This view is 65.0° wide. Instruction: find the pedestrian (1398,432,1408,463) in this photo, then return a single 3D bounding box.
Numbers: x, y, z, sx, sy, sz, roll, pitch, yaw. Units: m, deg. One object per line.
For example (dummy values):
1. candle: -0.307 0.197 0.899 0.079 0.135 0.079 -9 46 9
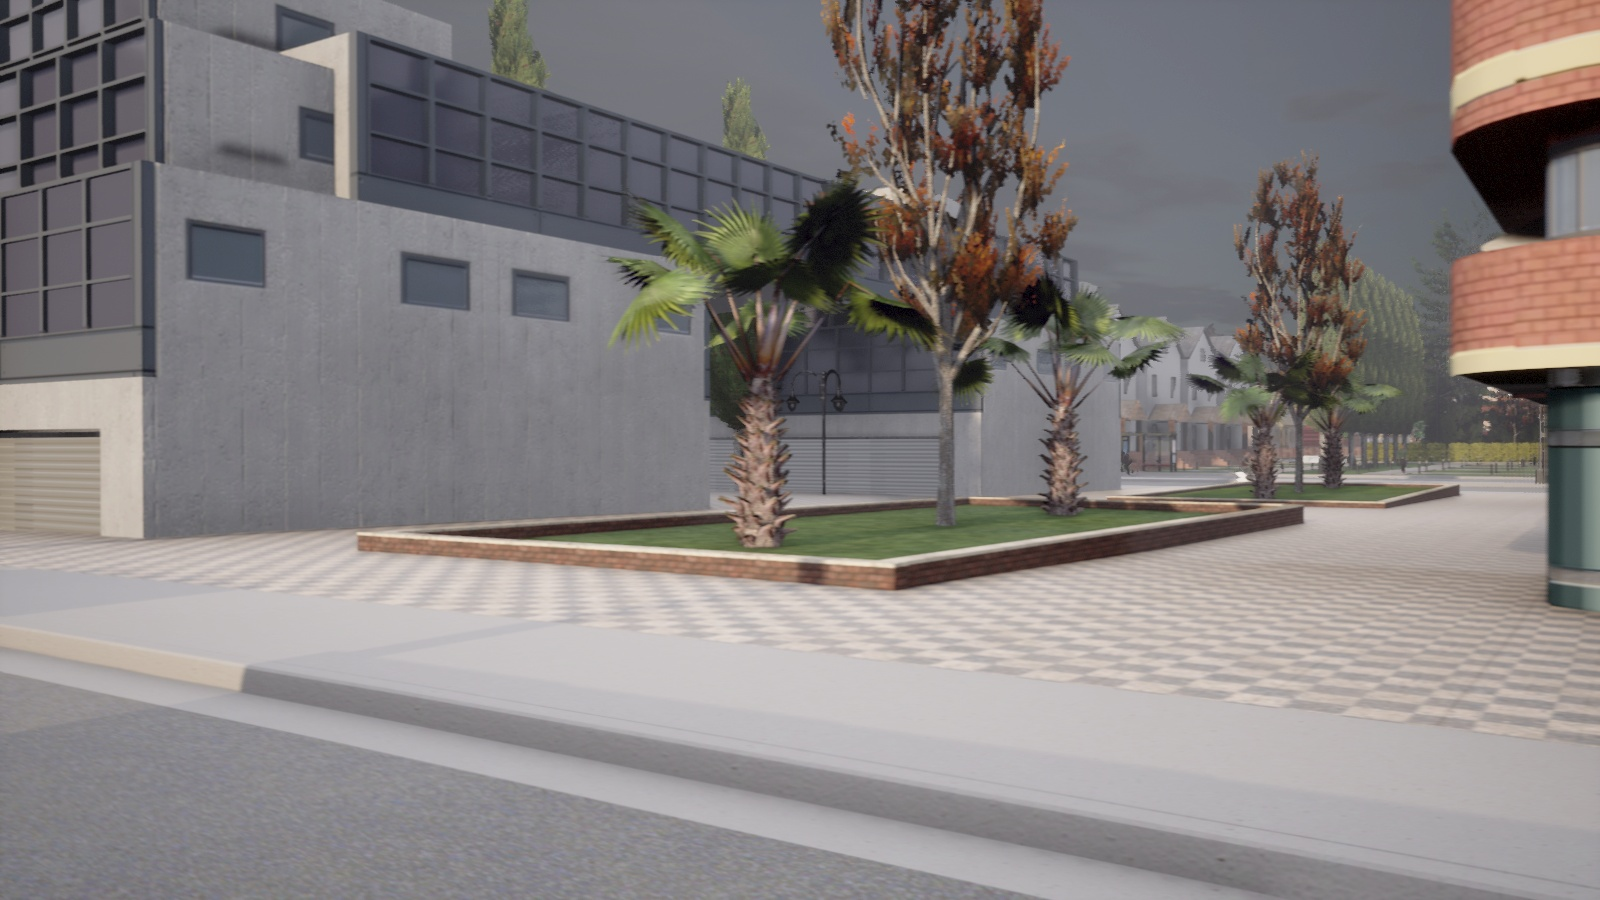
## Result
1. pedestrian: 37.974 -0.141 79.022 0.423 1.949 0.788 -1 0 34
